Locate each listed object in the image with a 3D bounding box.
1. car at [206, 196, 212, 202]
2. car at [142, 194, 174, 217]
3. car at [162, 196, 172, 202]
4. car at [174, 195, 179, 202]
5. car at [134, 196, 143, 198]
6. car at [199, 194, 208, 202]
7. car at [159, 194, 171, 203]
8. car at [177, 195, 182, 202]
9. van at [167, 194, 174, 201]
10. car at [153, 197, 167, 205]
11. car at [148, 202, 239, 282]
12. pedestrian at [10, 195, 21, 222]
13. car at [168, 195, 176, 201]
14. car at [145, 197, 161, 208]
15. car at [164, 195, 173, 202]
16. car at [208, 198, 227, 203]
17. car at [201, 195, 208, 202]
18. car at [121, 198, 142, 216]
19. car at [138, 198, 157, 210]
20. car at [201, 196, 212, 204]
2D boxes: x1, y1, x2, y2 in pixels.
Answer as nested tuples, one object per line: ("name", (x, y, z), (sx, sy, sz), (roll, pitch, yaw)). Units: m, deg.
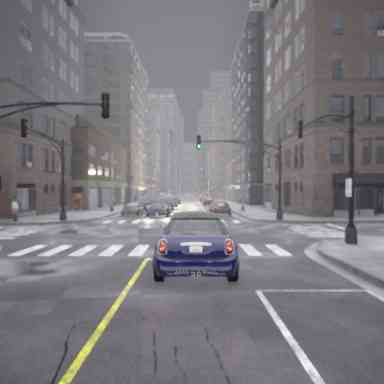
("car", (2.844, 1.536, 37.877), (1.752, 1.417, 4.829), (-1, 0, 0))
("car", (-3.101, 1.358, 31.512), (2.097, 1.767, 4.553), (0, 0, 0))
("car", (-5.685, 1.611, 76.635), (1.887, 1.381, 4.507), (-1, 0, 0))
("car", (-3.096, 1.506, 40.644), (2.128, 1.511, 4.902), (0, 0, 0))
("car", (-5.683, 1.326, 37.681), (2.192, 1.841, 5.009), (-1, 0, 0))
("car", (2.841, 1.478, 59.960), (1.967, 1.590, 4.097), (-1, 0, 0))
("car", (-5.687, 1.372, 71.070), (2.192, 1.841, 5.009), (-1, 0, 0))
("car", (-3.066, 1.572, 50.509), (2.033, 1.411, 5.357), (0, 0, 0))
("van", (-5.688, 1.424, 87.766), (1.690, 1.788, 3.998), (-1, 0, 0))
("car", (-5.683, 1.589, 59.939), (2.008, 1.369, 4.403), (-1, 0, 0))
("car", (0.095, 1.351, 9.872), (2.097, 1.767, 4.553), (0, 0, 0))
("pedestrian", (-12.548, 1.147, 23.639), (0.375, 1.860, 0.375), (0, 1, 0))
("car", (-5.687, 1.529, 93.331), (1.967, 1.590, 4.097), (-1, 0, 0))
("car", (-5.682, 1.548, 48.640), (1.752, 1.417, 4.829), (-1, 0, 0))
("car", (-5.687, 1.515, 82.201), (1.967, 1.590, 4.097), (-1, 0, 0))
("car", (2.845, 1.588, 32.144), (1.802, 1.307, 4.206), (-1, 0, 0))
("car", (2.843, 1.574, 54.397), (1.887, 1.381, 4.507), (-1, 0, 0))
("car", (-5.680, 1.589, 32.116), (1.802, 1.307, 4.206), (-1, 0, 0))
("car", (-5.682, 1.561, 43.245), (1.887, 1.381, 4.507), (-1, 0, 0))
("car", (2.842, 1.592, 65.525), (1.887, 1.381, 4.507), (-1, 0, 0))
